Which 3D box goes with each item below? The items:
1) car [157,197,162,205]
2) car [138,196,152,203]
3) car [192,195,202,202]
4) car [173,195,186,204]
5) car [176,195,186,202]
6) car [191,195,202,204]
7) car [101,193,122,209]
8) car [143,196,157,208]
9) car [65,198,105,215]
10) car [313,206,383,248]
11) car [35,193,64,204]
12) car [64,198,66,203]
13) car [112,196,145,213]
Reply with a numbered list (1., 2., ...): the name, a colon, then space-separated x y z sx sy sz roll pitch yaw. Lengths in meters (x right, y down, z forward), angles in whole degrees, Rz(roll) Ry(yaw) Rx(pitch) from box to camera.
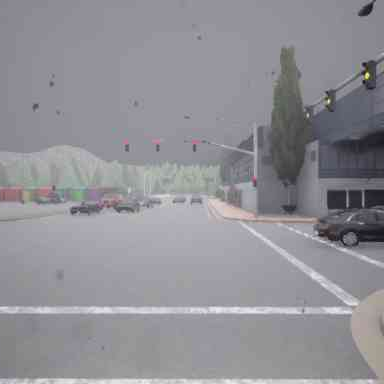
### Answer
1. car: -6.461 1.555 57.901 1.994 1.385 4.181 0 0 2
2. car: -9.586 1.569 68.677 2.033 1.411 5.357 0 0 2
3. car: 1.088 1.514 74.461 2.128 1.511 4.902 0 0 2
4. car: -2.688 1.554 65.102 1.994 1.385 4.181 0 0 2
5. car: -2.401 1.458 74.893 1.994 1.385 4.181 0 0 2
6. car: 0.827 1.342 62.177 2.097 1.767 4.553 0 0 1
7. car: -10.412 1.215 43.279 2.150 2.045 5.566 0 0 2
8. car: -6.765 1.484 47.810 2.128 1.511 4.902 0 0 2
9. car: -10.641 1.596 33.515 1.895 1.301 4.718 0 0 1
10. car: 7.745 1.502 14.239 4.892 1.490 1.837 0 0 0
11. car: -24.757 1.147 57.254 3.866 1.878 1.905 0 0 0
12. car: -24.735 1.386 60.149 3.806 1.475 1.970 0 0 0
13. car: -7.062 1.542 37.409 2.033 1.411 5.357 0 0 1
